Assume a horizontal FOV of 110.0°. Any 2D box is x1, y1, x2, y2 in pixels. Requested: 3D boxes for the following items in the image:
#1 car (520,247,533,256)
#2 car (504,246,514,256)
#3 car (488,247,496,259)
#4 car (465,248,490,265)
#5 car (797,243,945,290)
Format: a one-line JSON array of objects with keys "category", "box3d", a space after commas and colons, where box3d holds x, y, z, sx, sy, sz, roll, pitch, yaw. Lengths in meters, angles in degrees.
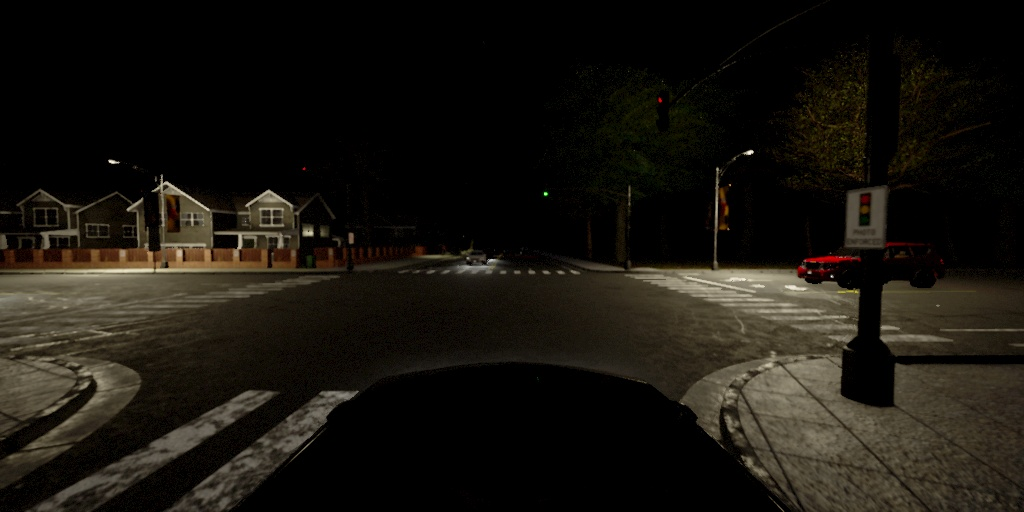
[{"category": "car", "box3d": [2.728, -0.759, 63.689, 2.128, 1.511, 4.902, 0, 2, -1]}, {"category": "car", "box3d": [-0.522, -0.752, 63.650, 1.837, 1.490, 4.892, 0, 2, -1]}, {"category": "car", "box3d": [-3.695, -0.281, 51.938, 1.895, 1.301, 4.718, 0, 2, 0]}, {"category": "car", "box3d": [-3.530, 0.149, 36.286, 1.812, 1.442, 4.674, 0, 2, 0]}, {"category": "car", "box3d": [16.807, 0.418, 16.918, 5.566, 2.045, 2.150, 0, 2, 0]}]
